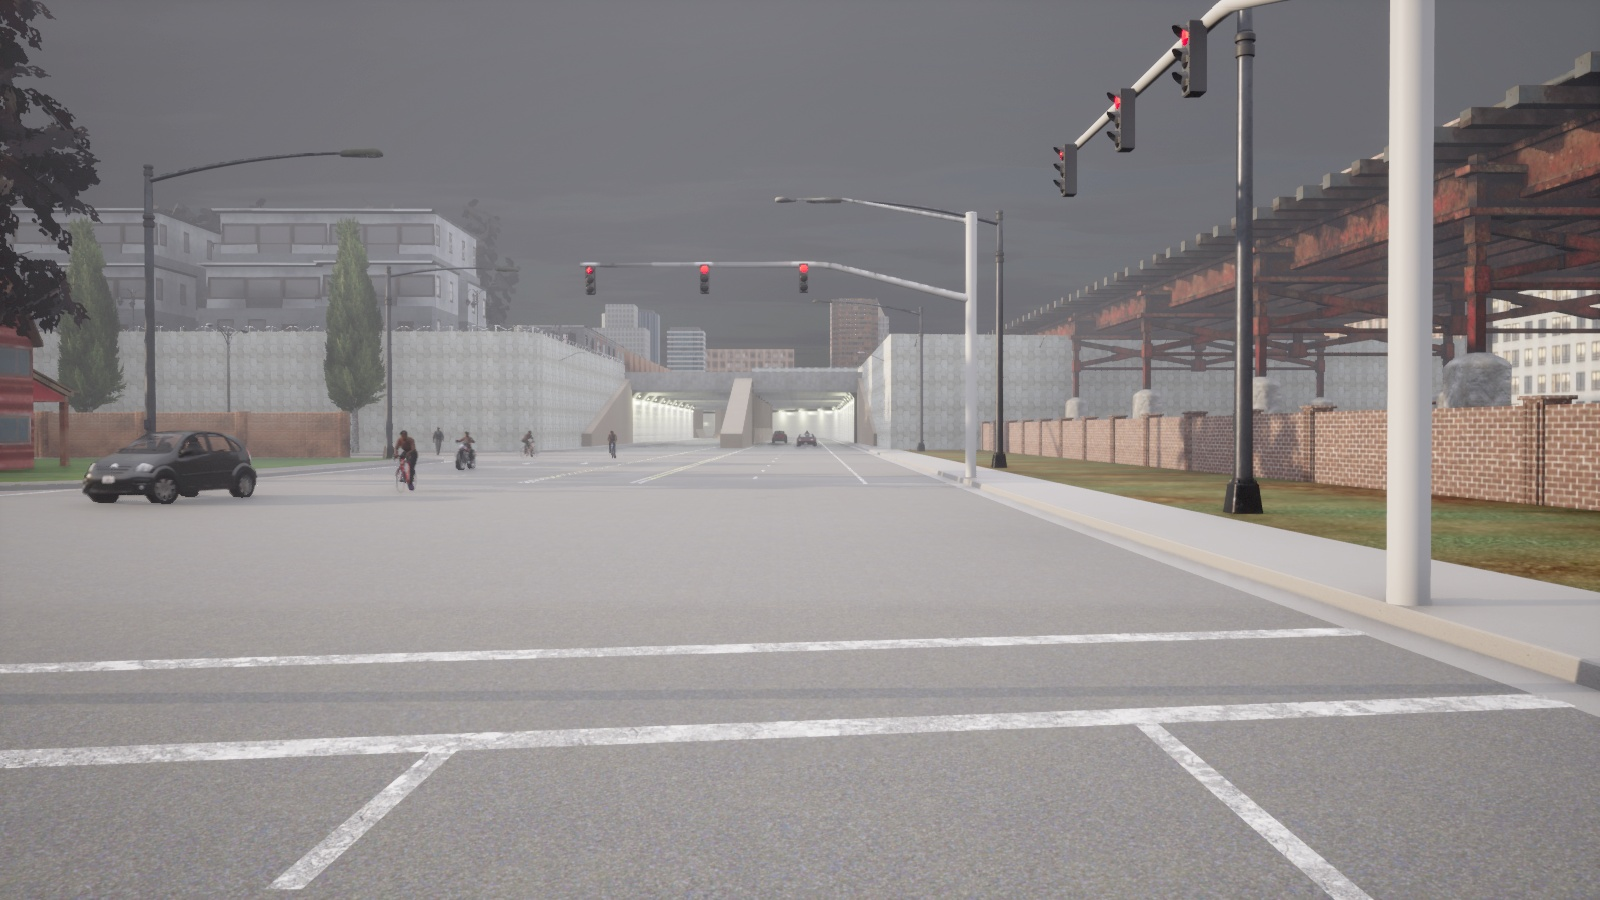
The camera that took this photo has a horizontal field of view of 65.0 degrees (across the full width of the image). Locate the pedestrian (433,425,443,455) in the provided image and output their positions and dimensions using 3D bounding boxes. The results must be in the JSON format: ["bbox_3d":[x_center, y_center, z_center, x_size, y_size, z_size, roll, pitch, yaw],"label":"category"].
[{"bbox_3d":[-22.675,-0.636,78.652,0.563,1.883,0.849,0,1,-16],"label":"pedestrian"}]

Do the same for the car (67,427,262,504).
[{"bbox_3d":[-14.314,0.294,28.558,1.851,1.617,3.988,0,1,12],"label":"car"}]

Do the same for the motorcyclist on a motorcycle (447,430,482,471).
[{"bbox_3d":[-13.700,0.000,51.324,0.766,1.649,2.350,0,1,0],"label":"motorcyclist on a motorcycle"}]

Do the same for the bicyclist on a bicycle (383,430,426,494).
[{"bbox_3d":[-10.303,0.293,32.751,0.582,1.620,1.656,0,1,0],"label":"bicyclist on a bicycle"}]
